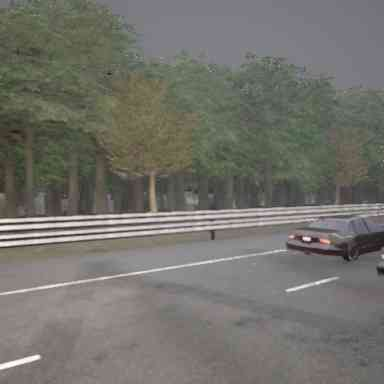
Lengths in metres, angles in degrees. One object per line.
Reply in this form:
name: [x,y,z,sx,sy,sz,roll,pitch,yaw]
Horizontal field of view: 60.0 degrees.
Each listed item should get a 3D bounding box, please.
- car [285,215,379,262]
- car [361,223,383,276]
car: [5.729,1.555,12.134,5.357,1.411,2.033,0,0,-36]
car: [6.863,1.554,8.645,5.357,1.411,2.033,0,0,-36]
